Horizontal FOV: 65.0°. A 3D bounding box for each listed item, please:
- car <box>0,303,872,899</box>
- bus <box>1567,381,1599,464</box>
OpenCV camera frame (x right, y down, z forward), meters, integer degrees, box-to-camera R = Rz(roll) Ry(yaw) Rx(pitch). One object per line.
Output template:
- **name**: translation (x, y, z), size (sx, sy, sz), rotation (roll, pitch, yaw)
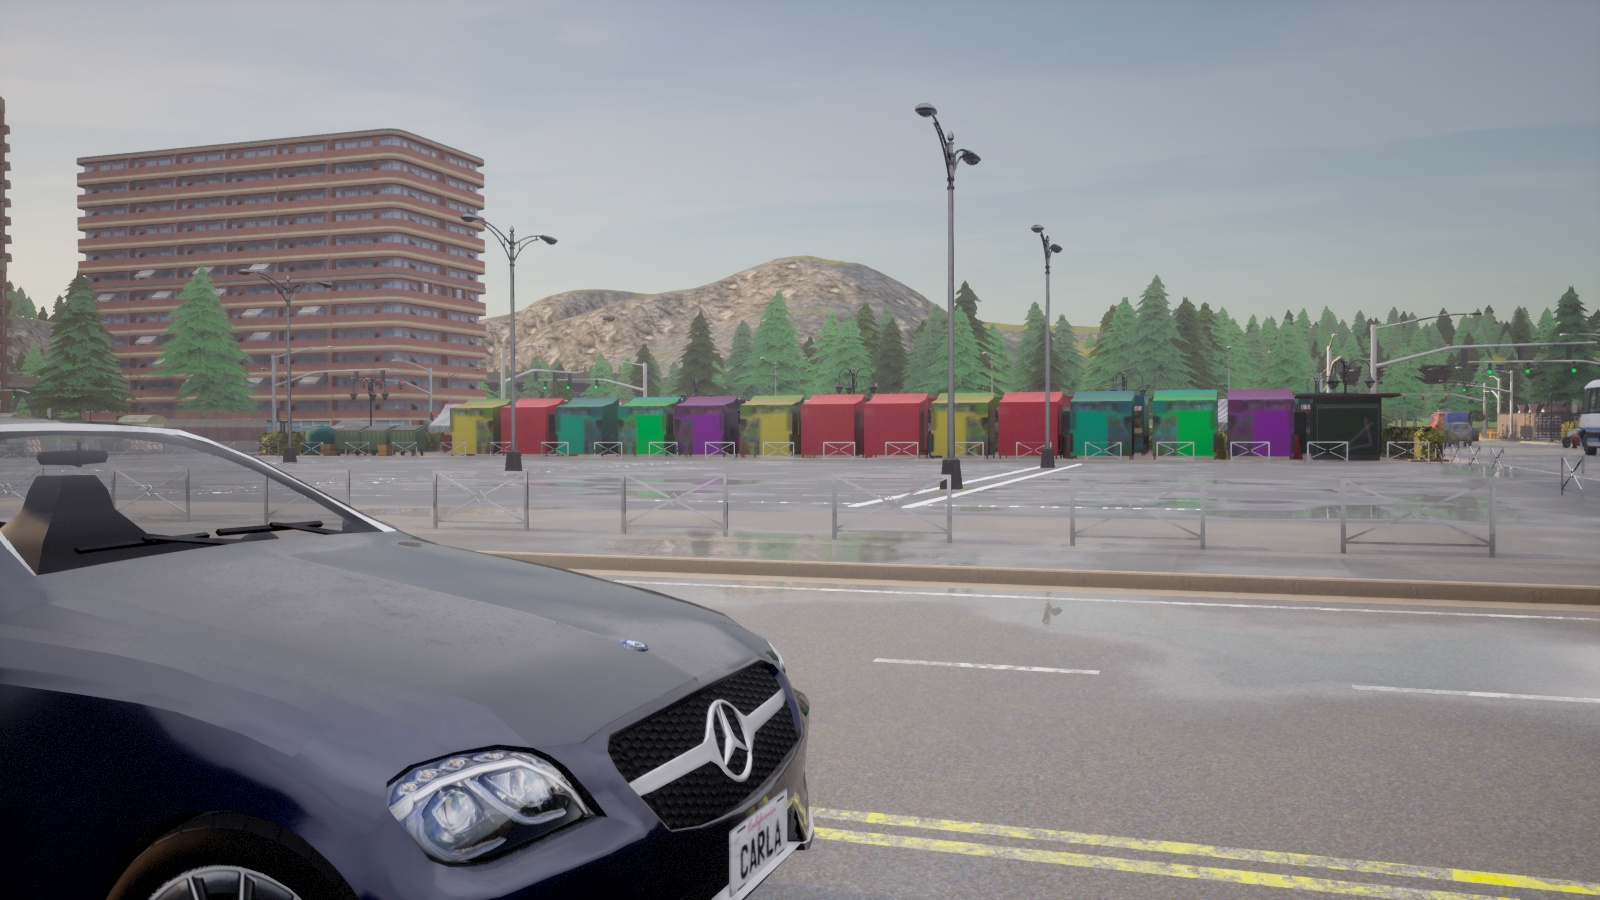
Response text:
- **car**: translation (-2.485, 0.531, 4.025), size (5.027, 1.651, 2.152), rotation (1, 1, 19)
- **bus**: translation (43.553, -1.437, 65.630), size (3.944, 4.253, 10.273), rotation (1, 1, 20)
